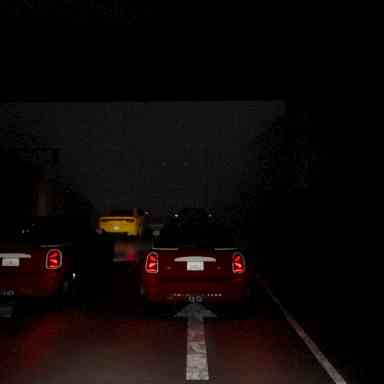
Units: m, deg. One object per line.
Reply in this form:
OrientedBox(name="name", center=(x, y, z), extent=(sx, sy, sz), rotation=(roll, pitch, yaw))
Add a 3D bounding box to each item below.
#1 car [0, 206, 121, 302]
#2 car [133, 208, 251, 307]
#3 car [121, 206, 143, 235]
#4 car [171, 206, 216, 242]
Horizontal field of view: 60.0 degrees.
OrientedBox(name="car", center=(-3.428, 1.352, 8.440), extent=(2.097, 1.767, 4.553), rotation=(0, 0, 0))
OrientedBox(name="car", center=(0.067, 1.352, 8.113), extent=(2.097, 1.767, 4.553), rotation=(0, 0, 0))
OrientedBox(name="car", center=(-3.431, 1.478, 17.529), extent=(1.882, 1.535, 5.008), rotation=(0, 0, 0))
OrientedBox(name="car", center=(0.070, 1.547, 17.639), extent=(2.033, 1.411, 5.357), rotation=(0, 0, 0))
